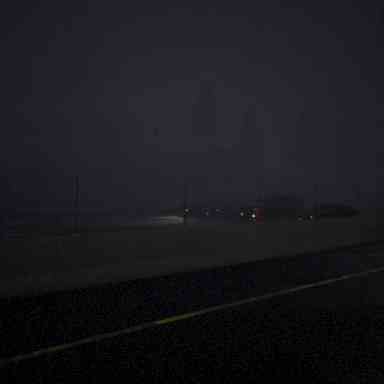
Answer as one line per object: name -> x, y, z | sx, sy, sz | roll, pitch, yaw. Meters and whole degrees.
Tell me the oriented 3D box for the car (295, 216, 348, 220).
car -> 8.867, 1.483, 21.968 | 4.892, 1.490, 1.837 | 0, 0, -29
